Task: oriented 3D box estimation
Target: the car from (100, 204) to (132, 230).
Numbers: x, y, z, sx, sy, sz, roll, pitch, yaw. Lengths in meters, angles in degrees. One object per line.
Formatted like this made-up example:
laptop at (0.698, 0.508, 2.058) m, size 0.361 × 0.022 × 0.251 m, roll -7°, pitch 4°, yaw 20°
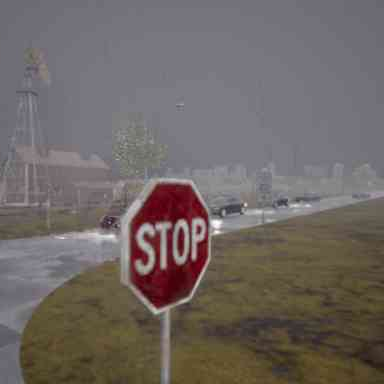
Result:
car at (-2.951, 1.334, 18.373) m, size 1.994 × 1.385 × 4.181 m, roll 1°, pitch 2°, yaw 38°

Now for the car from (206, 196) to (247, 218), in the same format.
car at (2.432, 1.068, 25.399) m, size 1.837 × 1.490 × 4.892 m, roll 1°, pitch 2°, yaw 37°

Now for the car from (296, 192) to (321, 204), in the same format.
car at (14.237, 0.696, 40.830) m, size 1.895 × 1.301 × 4.718 m, roll 1°, pitch 2°, yaw 38°

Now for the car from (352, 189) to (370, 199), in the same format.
car at (26.562, 0.278, 52.197) m, size 1.994 × 1.385 × 4.181 m, roll 1°, pitch 2°, yaw 38°

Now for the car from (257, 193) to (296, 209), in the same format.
car at (8.130, 0.830, 32.859) m, size 2.128 × 1.511 × 4.902 m, roll 1°, pitch 2°, yaw 38°
